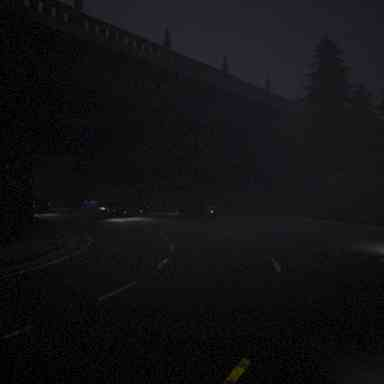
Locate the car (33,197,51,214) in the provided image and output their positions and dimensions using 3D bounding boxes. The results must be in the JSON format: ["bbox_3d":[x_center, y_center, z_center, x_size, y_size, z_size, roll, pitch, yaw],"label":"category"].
[{"bbox_3d":[-16.537,1.356,34.857,4.553,1.767,2.097,0,0,45],"label":"car"}]

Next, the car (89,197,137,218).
[{"bbox_3d":[-7.194,1.500,29.883,1.837,1.490,4.892,0,0,-39],"label":"car"}]

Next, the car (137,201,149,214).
[{"bbox_3d":[-6.512,1.593,34.723,1.895,1.301,4.718,0,0,-41],"label":"car"}]

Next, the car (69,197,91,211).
[{"bbox_3d":[-13.712,1.350,41.981,4.553,1.767,2.097,0,0,44],"label":"car"}]

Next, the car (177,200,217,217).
[{"bbox_3d":[0.403,1.490,31.621,1.837,1.490,4.892,0,0,-34],"label":"car"}]
